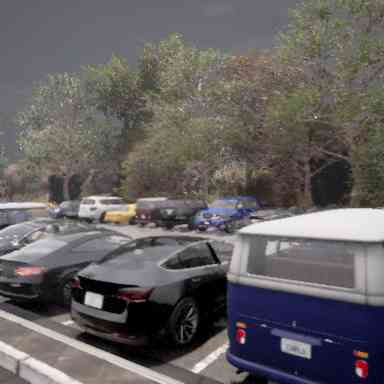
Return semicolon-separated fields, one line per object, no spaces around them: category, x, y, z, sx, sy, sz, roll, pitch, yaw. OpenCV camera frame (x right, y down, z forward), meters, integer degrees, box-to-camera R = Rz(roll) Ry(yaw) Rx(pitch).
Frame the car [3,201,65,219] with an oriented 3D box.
car;-15.796;1.735;33.595;1.946;1.575;5.366;0;0;35

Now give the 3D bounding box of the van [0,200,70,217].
van;-6.864;1.400;11.591;1.878;1.987;4.442;-1;0;35

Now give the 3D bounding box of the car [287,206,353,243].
car;6.938;1.592;17.656;2.163;1.488;4.792;-1;0;35

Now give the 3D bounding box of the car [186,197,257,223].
car;2.404;1.357;20.874;2.435;2.045;5.566;-1;0;35

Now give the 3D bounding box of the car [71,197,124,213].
car;-6.618;1.424;27.346;2.435;2.045;5.566;0;0;35

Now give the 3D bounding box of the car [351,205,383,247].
car;9.322;1.527;16.227;1.946;1.575;5.366;-1;0;35

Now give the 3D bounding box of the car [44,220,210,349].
car;-0.047;1.584;6.647;2.163;1.488;4.792;-1;0;35

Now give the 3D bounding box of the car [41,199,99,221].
car;-11.145;1.581;30.560;2.185;1.767;4.553;0;0;35

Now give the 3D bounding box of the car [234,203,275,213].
car;4.702;1.615;19.314;2.163;1.488;4.792;-1;0;35

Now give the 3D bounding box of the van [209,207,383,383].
van;2.287;1.296;5.098;1.878;1.987;4.442;-1;0;35

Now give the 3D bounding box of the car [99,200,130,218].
car;-4.262;1.657;25.867;1.946;1.575;5.366;0;0;35

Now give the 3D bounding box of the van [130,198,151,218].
van;-2.040;1.419;24.206;1.878;1.987;4.442;0;0;35

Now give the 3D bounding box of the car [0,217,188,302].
car;-2.356;1.621;8.246;2.002;1.452;4.674;-1;0;35

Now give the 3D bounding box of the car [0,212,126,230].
car;-4.637;1.605;9.875;2.231;1.521;4.892;-1;0;35

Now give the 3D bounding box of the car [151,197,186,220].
car;0.173;1.377;22.528;2.435;2.045;5.566;0;0;35

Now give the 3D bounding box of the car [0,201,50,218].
car;-17.950;1.755;35.358;2.231;1.521;4.892;0;0;35
